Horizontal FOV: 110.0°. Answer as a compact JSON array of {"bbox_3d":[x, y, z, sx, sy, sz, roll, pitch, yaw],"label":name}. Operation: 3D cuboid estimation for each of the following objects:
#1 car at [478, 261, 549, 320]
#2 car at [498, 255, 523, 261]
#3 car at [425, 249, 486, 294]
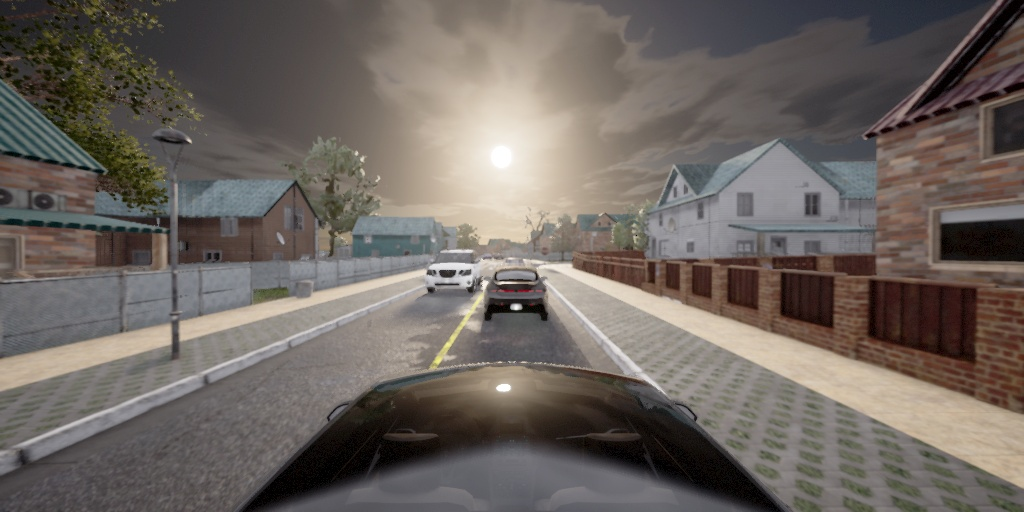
[{"bbox_3d":[0.136,1.071,11.769,1.837,1.490,4.892,0,0,1],"label":"car"},{"bbox_3d":[0.203,0.849,28.216,2.033,1.411,5.357,0,1,0],"label":"car"},{"bbox_3d":[-2.783,0.681,18.203,2.150,2.045,5.566,0,1,0],"label":"car"}]
